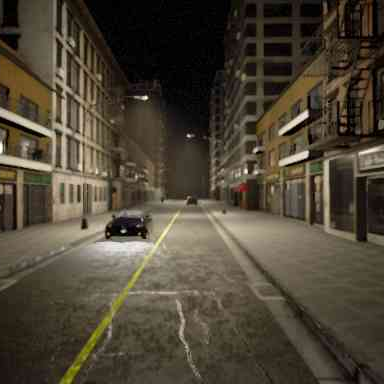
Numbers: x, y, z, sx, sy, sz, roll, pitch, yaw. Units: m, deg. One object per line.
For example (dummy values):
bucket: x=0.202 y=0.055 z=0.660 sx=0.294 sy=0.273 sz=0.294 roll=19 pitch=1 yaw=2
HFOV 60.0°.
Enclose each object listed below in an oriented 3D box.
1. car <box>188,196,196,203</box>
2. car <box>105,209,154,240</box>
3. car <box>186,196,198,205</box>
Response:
car: x=-0.057 y=1.623 z=76.750 sx=1.882 sy=1.535 sz=5.008 roll=0 pitch=0 yaw=0
car: x=-3.109 y=1.596 z=17.157 sx=1.994 sy=1.385 sz=4.181 roll=0 pitch=0 yaw=0
car: x=0.056 y=1.620 z=58.953 sx=1.812 sy=1.442 sz=4.674 roll=0 pitch=0 yaw=0
